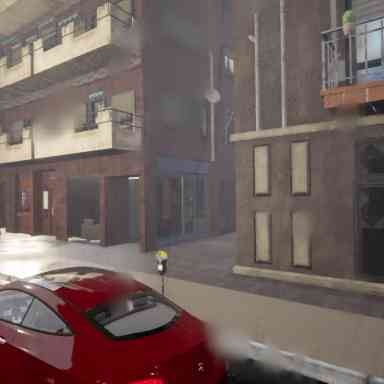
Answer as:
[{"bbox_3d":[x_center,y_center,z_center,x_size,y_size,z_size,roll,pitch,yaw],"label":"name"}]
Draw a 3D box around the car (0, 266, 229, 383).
[{"bbox_3d":[-1.581,1.583,3.979,4.206,1.307,1.802,0,-1,36],"label":"car"}]
